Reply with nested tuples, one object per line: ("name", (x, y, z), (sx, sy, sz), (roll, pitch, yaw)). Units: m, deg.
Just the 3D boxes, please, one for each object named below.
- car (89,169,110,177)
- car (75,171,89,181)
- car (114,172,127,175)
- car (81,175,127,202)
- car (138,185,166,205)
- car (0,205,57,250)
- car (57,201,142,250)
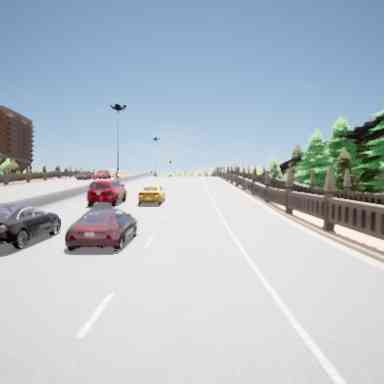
("car", (-17.190, -3.254, 63.625), (2.150, 2.045, 5.566), (0, 5, 1))
("car", (-20.689, -3.133, 63.814), (2.097, 1.767, 4.553), (0, 5, 0))
("car", (-13.695, -3.007, 63.728), (1.882, 1.535, 5.008), (0, 5, 1))
("car", (-6.874, -0.038, 27.234), (2.150, 2.045, 5.566), (0, 5, 0))
("car", (-3.358, 0.117, 28.324), (1.882, 1.535, 5.008), (0, 5, 1))
("car", (-6.939, 1.249, 13.290), (2.128, 1.511, 4.902), (0, 3, 1))
("car", (-3.439, 1.320, 13.282), (1.994, 1.385, 4.181), (0, 3, 1))
